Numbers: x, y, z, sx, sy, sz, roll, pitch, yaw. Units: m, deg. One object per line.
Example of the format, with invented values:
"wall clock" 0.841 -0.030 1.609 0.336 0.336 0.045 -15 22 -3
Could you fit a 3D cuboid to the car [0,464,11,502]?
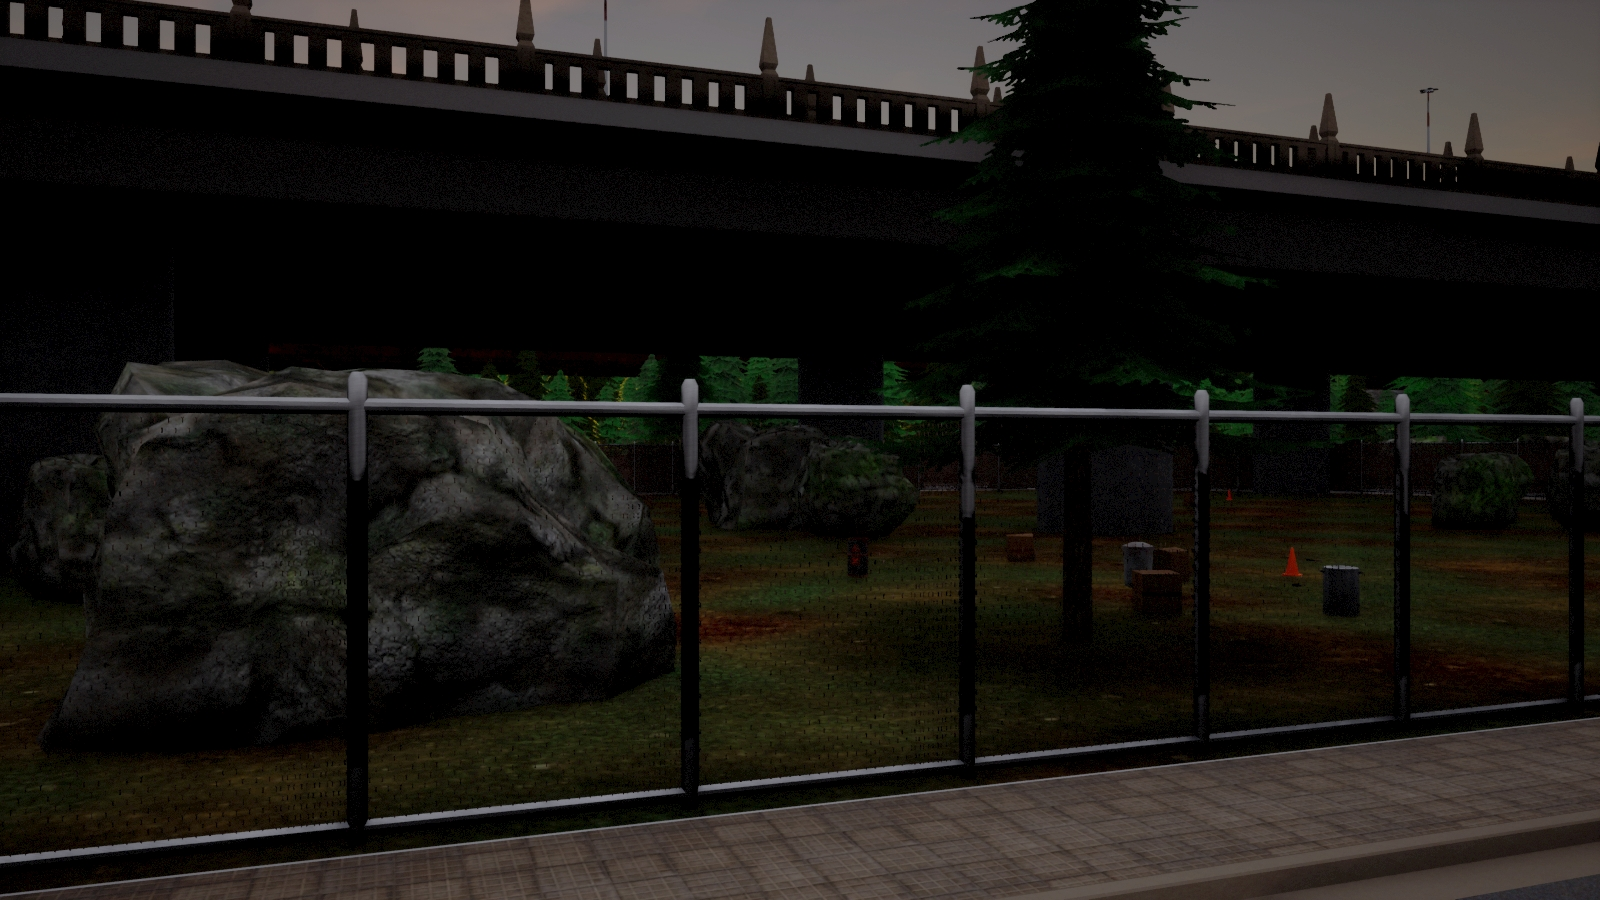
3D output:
"car" -43.634 1.779 60.096 2.150 2.045 5.566 0 0 -19
